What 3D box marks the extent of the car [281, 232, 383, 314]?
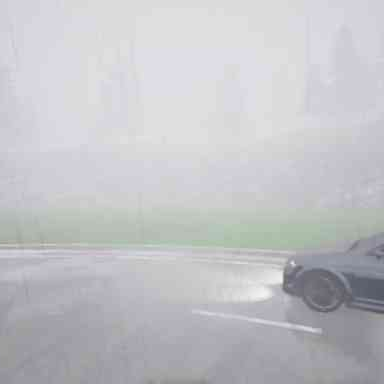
[{"bbox_3d":[3.695,1.289,5.596,4.181,1.385,1.994,0,2,34],"label":"car"}]
